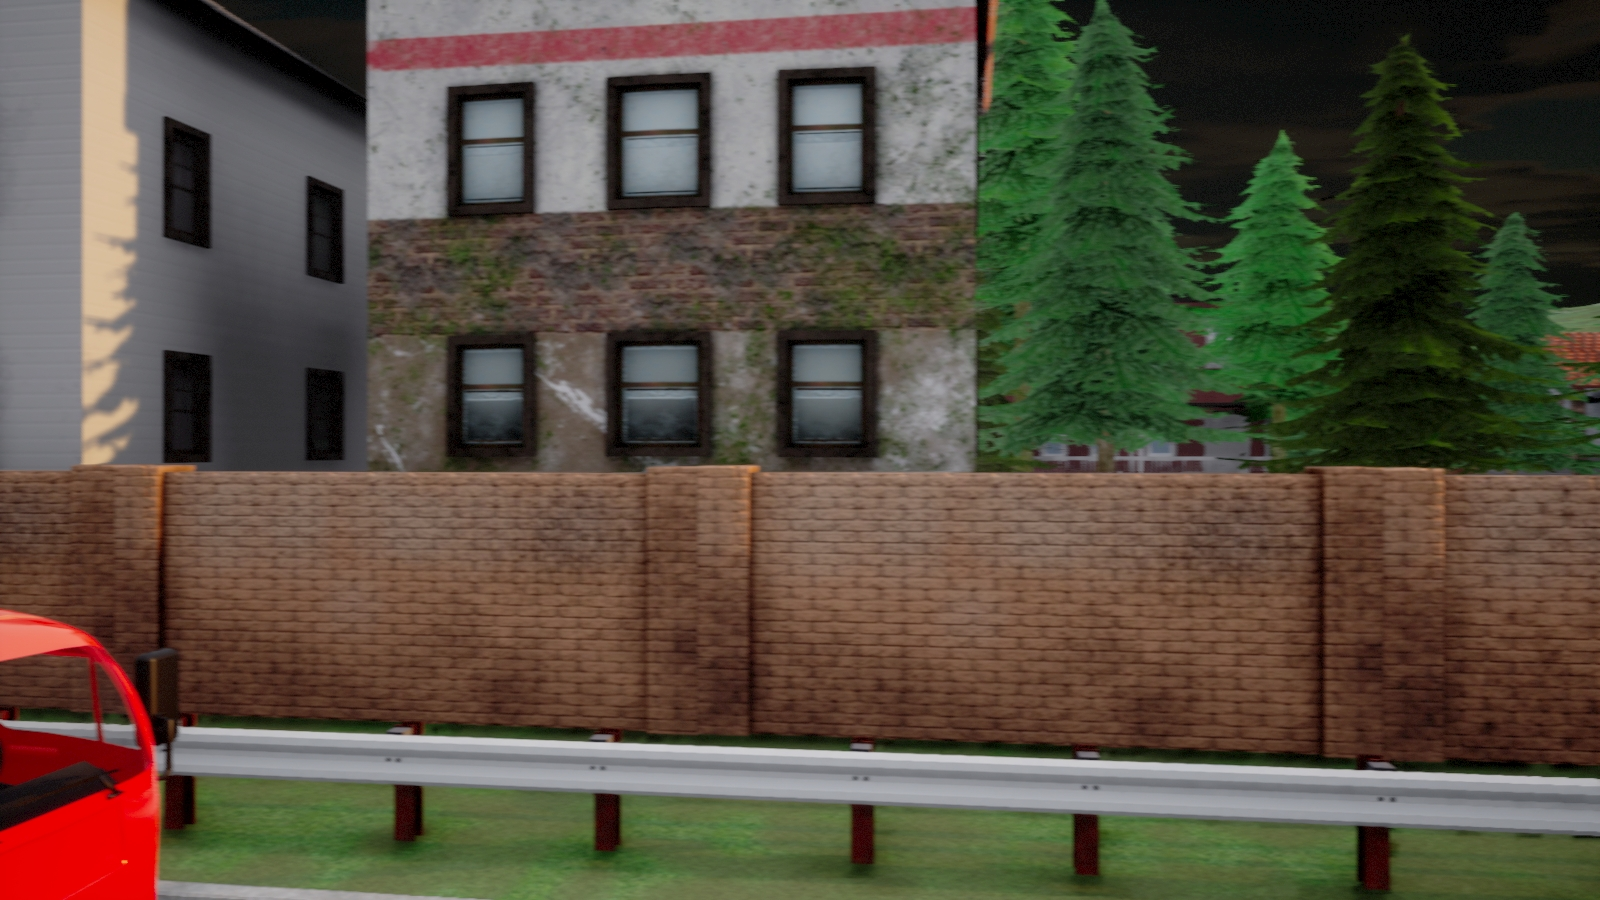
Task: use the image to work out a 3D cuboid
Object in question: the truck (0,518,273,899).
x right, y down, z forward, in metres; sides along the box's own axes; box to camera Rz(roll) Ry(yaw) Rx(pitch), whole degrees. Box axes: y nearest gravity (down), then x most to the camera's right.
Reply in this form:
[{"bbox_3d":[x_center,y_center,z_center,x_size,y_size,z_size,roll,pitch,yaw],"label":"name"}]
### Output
[{"bbox_3d":[-5.164,1.570,4.259,5.204,2.467,2.627,-1,0,8],"label":"truck"}]
